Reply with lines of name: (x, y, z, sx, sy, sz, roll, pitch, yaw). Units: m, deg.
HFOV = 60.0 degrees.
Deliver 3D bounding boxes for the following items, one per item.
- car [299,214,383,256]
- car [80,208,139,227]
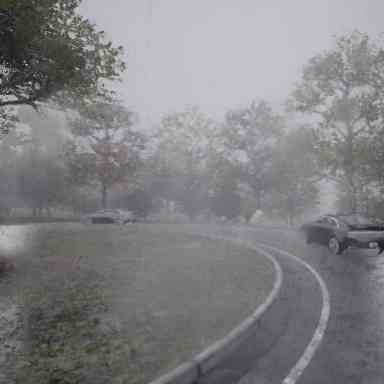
car: (6.176, 1.682, 14.071, 2.128, 1.511, 4.902, 0, -1, -4)
car: (-6.925, 2.125, 27.930, 4.902, 1.511, 2.128, -1, -1, 13)
